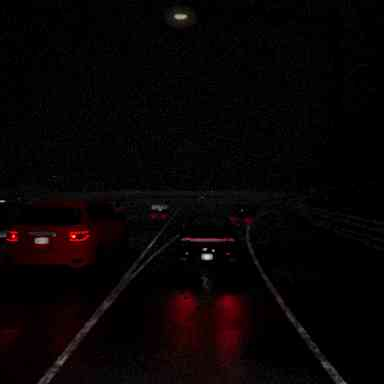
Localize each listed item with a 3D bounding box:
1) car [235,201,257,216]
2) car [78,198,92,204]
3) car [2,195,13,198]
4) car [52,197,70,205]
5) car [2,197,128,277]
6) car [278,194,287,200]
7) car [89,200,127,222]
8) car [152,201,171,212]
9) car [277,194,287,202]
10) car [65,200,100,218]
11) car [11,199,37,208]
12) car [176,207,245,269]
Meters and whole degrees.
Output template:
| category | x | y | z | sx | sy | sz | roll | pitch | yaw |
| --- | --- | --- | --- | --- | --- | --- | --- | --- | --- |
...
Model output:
| category | x | y | z | sx | sy | sz | roll | pitch | yaw |
| --- | --- | --- | --- | --- | --- | --- | --- | --- | --- |
| car | 5.460 | 1.598 | 33.958 | 1.812 | 1.442 | 4.674 | -1 | -1 | 17 |
| car | -28.024 | 2.396 | 86.973 | 2.128 | 1.511 | 4.902 | 0 | -1 | 0 |
| car | -46.382 | 1.467 | 83.615 | 1.895 | 1.301 | 4.718 | 1 | 1 | -14 |
| car | -28.020 | 1.883 | 71.173 | 2.097 | 1.767 | 4.553 | 0 | -1 | 0 |
| car | -3.503 | 1.227 | 10.442 | 2.150 | 2.045 | 5.566 | 0 | 0 | 0 |
| car | 23.479 | 1.219 | 86.026 | 2.128 | 1.511 | 4.902 | -1 | 1 | 16 |
| car | -6.908 | 1.504 | 27.867 | 1.882 | 1.535 | 5.008 | 0 | 0 | 0 |
| car | -3.511 | 1.689 | 39.024 | 1.895 | 1.301 | 4.718 | 0 | 0 | 0 |
| car | 20.408 | 1.471 | 75.991 | 1.882 | 1.535 | 5.008 | -1 | 1 | 17 |
| car | -10.410 | 1.549 | 32.048 | 1.837 | 1.490 | 4.892 | 0 | 0 | 0 |
| car | -28.042 | 1.871 | 55.716 | 1.895 | 1.301 | 4.718 | 0 | -1 | 1 |
| car | 0.615 | 1.491 | 11.205 | 2.128 | 1.511 | 4.902 | 0 | 0 | 5 |
